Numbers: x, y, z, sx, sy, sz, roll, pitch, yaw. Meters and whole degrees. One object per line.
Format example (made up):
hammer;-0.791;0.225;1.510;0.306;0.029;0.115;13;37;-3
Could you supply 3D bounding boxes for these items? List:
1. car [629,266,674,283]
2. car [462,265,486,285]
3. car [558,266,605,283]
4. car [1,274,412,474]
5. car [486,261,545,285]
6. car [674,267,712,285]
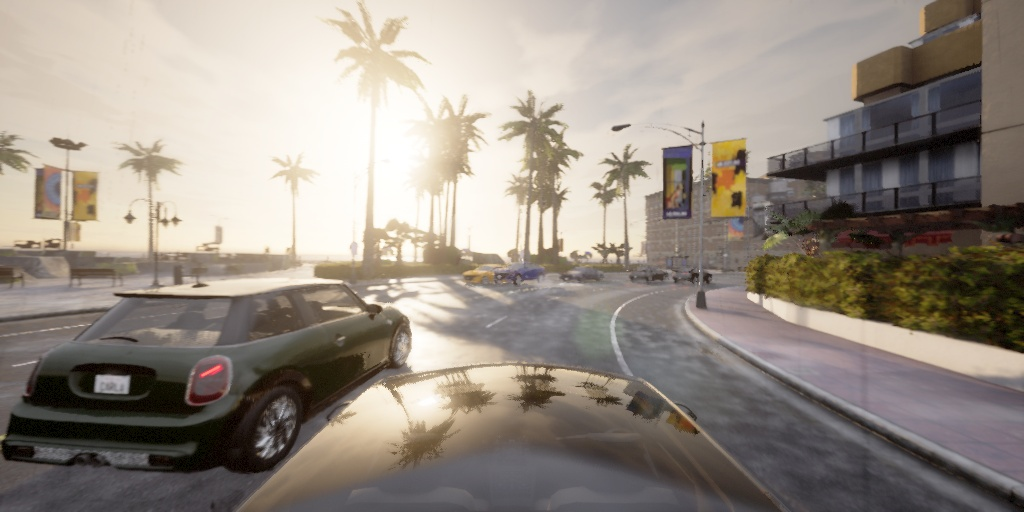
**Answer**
car;13.000;1.714;34.053;4.902;1.511;2.128;1;-1;-41
car;-1.767;1.412;28.241;1.882;1.535;5.008;0;-1;36
car;6.493;1.654;32.880;2.033;1.411;5.357;0;-1;43
car;-3.065;1.079;5.020;2.097;1.767;4.553;1;0;5
car;0.596;1.150;25.909;1.882;1.535;5.008;1;-1;34
car;16.464;1.759;32.676;4.902;1.511;2.128;1;-1;-39
